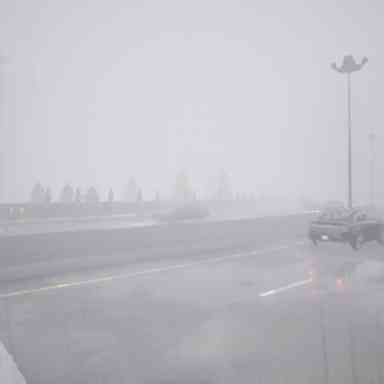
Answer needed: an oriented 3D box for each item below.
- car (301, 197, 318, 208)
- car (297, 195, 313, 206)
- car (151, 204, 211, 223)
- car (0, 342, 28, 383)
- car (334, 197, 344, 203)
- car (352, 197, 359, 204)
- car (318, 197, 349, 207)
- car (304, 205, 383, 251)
[{"bbox_3d":[16.436,1.783,44.745,1.994,1.385,4.181,0,-1,29],"label":"car"},{"bbox_3d":[20.264,1.523,59.215,2.150,2.045,5.566,0,0,29],"label":"car"},{"bbox_3d":[-0.743,1.678,26.818,2.033,1.411,5.357,0,0,44],"label":"car"},{"bbox_3d":[-3.323,1.612,1.511,4.718,1.301,1.895,0,0,-35],"label":"car"},{"bbox_3d":[35.205,1.890,79.820,1.837,1.490,4.892,0,0,28],"label":"car"},{"bbox_3d":[34.849,1.864,71.688,2.033,1.411,5.357,0,0,28],"label":"car"},{"bbox_3d":[15.540,1.637,36.410,1.882,1.535,5.008,0,0,32],"label":"car"},{"bbox_3d":[6.863,1.540,14.494,4.902,1.511,2.128,0,0,-44],"label":"car"}]
